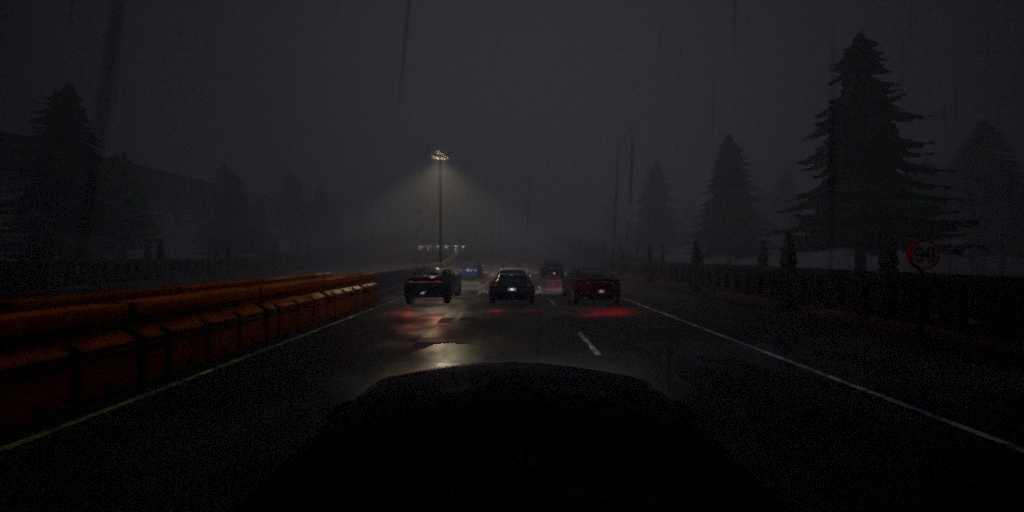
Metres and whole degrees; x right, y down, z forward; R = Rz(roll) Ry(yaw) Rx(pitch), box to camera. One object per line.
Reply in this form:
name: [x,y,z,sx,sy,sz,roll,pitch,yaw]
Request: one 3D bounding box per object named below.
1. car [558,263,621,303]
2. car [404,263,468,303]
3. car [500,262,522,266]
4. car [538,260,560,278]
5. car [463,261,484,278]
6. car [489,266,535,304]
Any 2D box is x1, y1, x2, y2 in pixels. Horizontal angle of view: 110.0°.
car: [3.500,1.232,16.506,1.882,1.535,5.008,0,0,0]
car: [-3.500,1.242,16.503,2.128,1.511,4.902,0,0,0]
car: [-0.077,1.160,31.556,1.895,1.301,4.718,0,2,0]
car: [3.424,1.061,31.542,1.837,1.490,4.892,0,2,0]
car: [-3.576,1.107,31.504,2.033,1.411,5.357,0,2,0]
car: [0.000,1.320,16.505,1.994,1.385,4.181,0,0,0]
